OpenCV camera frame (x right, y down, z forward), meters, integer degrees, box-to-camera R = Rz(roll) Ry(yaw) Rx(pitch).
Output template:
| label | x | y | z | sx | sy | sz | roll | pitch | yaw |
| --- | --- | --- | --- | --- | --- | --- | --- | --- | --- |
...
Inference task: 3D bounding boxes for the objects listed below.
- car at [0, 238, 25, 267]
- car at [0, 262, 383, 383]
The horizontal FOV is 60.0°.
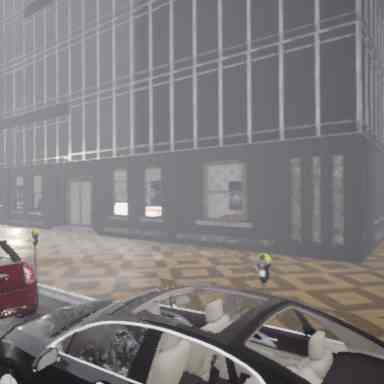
| label | x | y | z | sx | sy | sz | roll | pitch | yaw |
| --- | --- | --- | --- | --- | --- | --- | --- | --- | --- |
| car | -4.755 | 1.492 | 6.268 | 4.097 | 1.590 | 1.967 | 0 | 0 | 36 |
| car | -0.121 | 1.563 | 2.962 | 4.403 | 1.369 | 2.008 | 0 | 0 | 36 |
